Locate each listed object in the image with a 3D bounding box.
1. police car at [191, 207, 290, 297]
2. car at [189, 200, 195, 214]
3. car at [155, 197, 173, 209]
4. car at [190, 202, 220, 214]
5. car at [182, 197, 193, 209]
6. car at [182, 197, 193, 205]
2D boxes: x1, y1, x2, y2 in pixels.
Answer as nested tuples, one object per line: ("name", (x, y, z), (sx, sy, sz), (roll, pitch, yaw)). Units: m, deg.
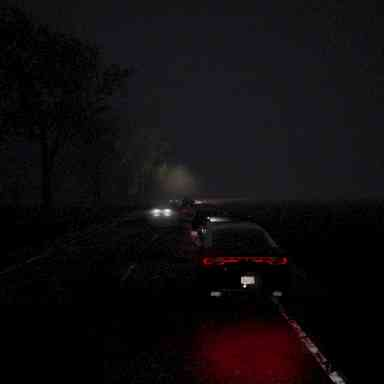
("police car", (1.015, 1.426, 8.732), (1.930, 1.638, 5.238), (0, 0, 0))
("car", (0.881, 1.535, 24.637), (1.812, 1.442, 4.674), (0, 0, -1))
("car", (-3.987, 1.629, 45.317), (1.895, 1.301, 4.718), (0, 0, -1))
("car", (0.942, 1.511, 18.631), (1.837, 1.490, 4.892), (0, 0, -1))
("car", (-0.478, 1.631, 46.929), (1.895, 1.301, 4.718), (0, 0, -1))
("car", (-0.820, 1.613, 61.895), (1.994, 1.385, 4.181), (0, 0, -1))
